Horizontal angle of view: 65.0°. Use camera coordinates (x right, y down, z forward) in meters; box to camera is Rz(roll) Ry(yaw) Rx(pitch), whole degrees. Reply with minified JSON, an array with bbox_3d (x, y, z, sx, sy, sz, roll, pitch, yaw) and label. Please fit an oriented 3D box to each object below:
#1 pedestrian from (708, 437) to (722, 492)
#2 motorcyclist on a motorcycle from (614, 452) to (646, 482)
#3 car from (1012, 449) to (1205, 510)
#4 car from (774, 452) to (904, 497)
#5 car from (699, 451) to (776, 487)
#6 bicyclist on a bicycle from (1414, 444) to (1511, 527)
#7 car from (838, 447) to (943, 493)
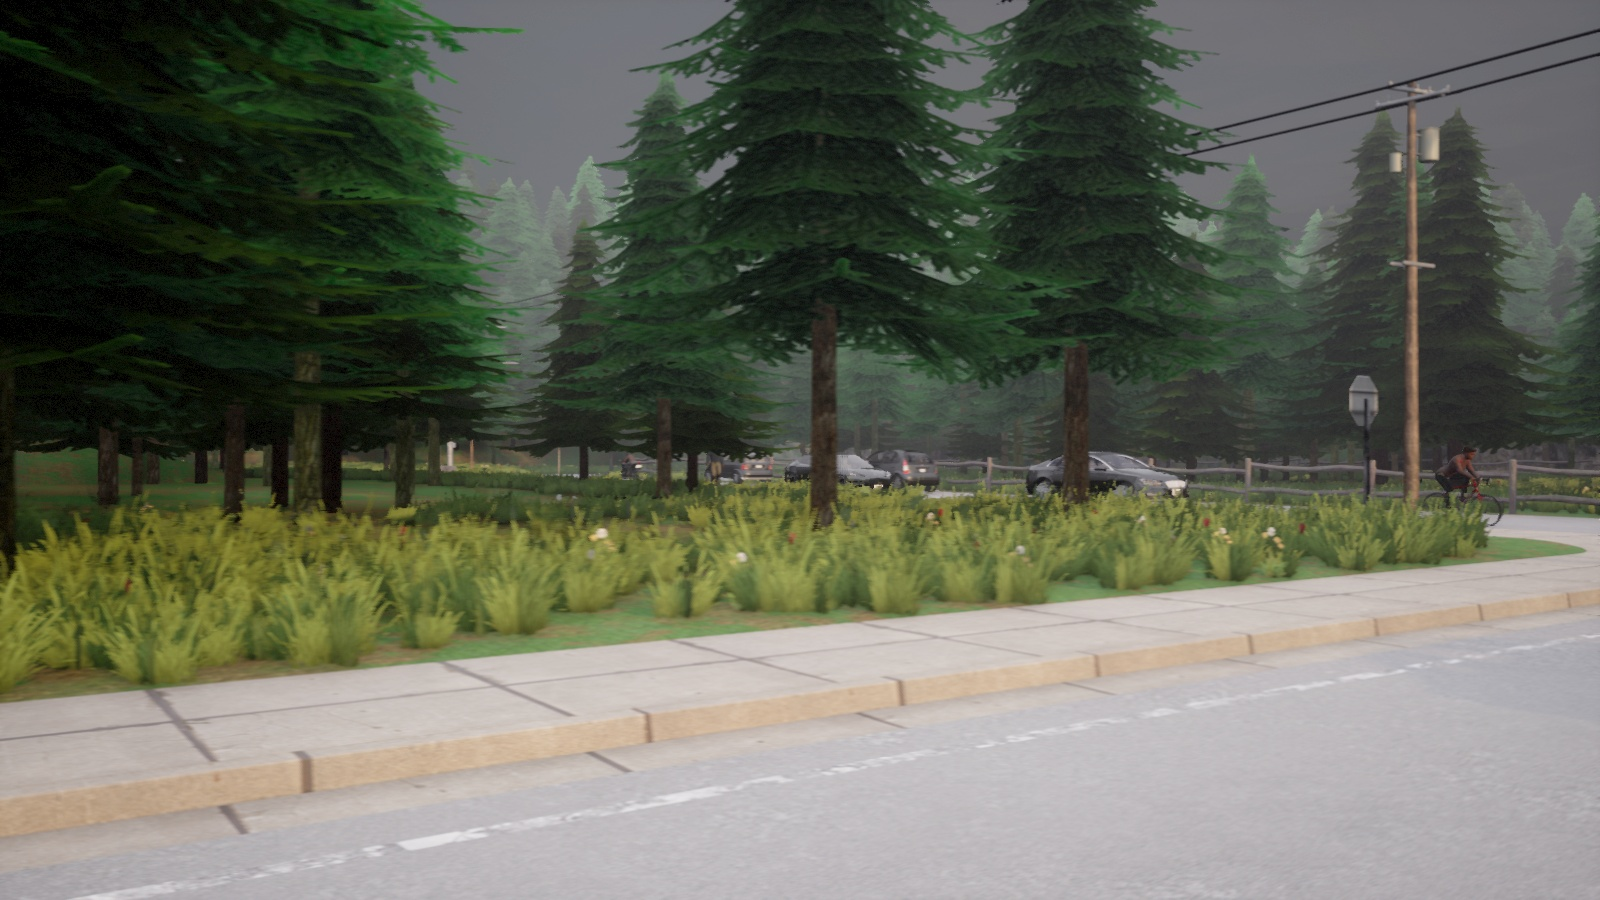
[{"bbox_3d":[-2.877,0.487,42.441,0.370,1.835,0.726,0,0,-14],"label":"pedestrian"},{"bbox_3d":[-8.866,0.875,65.443,0.797,1.523,2.044,0,0,-35],"label":"motorcyclist on a motorcycle"},{"bbox_3d":[8.148,0.727,33.611,2.128,1.511,4.902,0,0,-33],"label":"car"},{"bbox_3d":[1.284,0.819,43.933,2.163,1.488,4.792,0,0,-34],"label":"car"},{"bbox_3d":[-2.846,0.836,56.449,1.789,1.549,3.705,0,0,-34],"label":"car"},{"bbox_3d":[13.360,0.693,25.371,0.582,1.620,1.656,0,0,-32],"label":"bicyclist on a bicycle"},{"bbox_3d":[3.349,0.720,47.144,1.851,1.617,3.988,0,0,-34],"label":"car"}]
